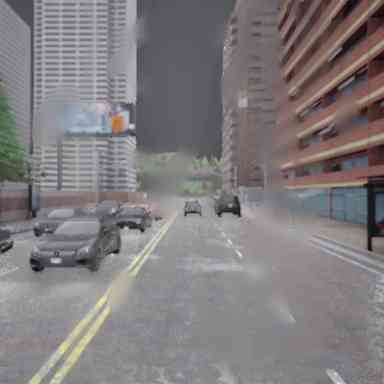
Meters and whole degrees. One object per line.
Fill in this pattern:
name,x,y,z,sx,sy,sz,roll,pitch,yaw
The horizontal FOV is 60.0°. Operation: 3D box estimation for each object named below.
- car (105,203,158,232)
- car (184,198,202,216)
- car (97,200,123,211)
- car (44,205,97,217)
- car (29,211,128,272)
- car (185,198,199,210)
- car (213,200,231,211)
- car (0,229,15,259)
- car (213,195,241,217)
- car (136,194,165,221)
car,-3.583,1.646,20.842,2.033,1.411,5.357,0,-1,0
car,0.098,1.679,34.283,2.033,1.411,5.357,0,0,0
car,-7.044,1.462,28.563,2.097,1.767,4.553,0,0,0
car,-7.091,1.598,18.719,1.812,1.442,4.674,0,0,1
car,-3.592,1.569,11.126,1.812,1.442,4.674,0,0,0
car,0.046,1.661,47.690,1.882,1.535,5.008,0,0,1
car,4.133,1.776,45.704,1.895,1.301,4.718,0,0,12
car,-7.099,1.584,9.225,2.033,1.411,5.357,0,0,0
car,3.503,1.349,32.773,2.150,2.045,5.566,0,0,0
car,-3.499,1.250,25.779,2.097,1.767,4.553,0,-2,0
